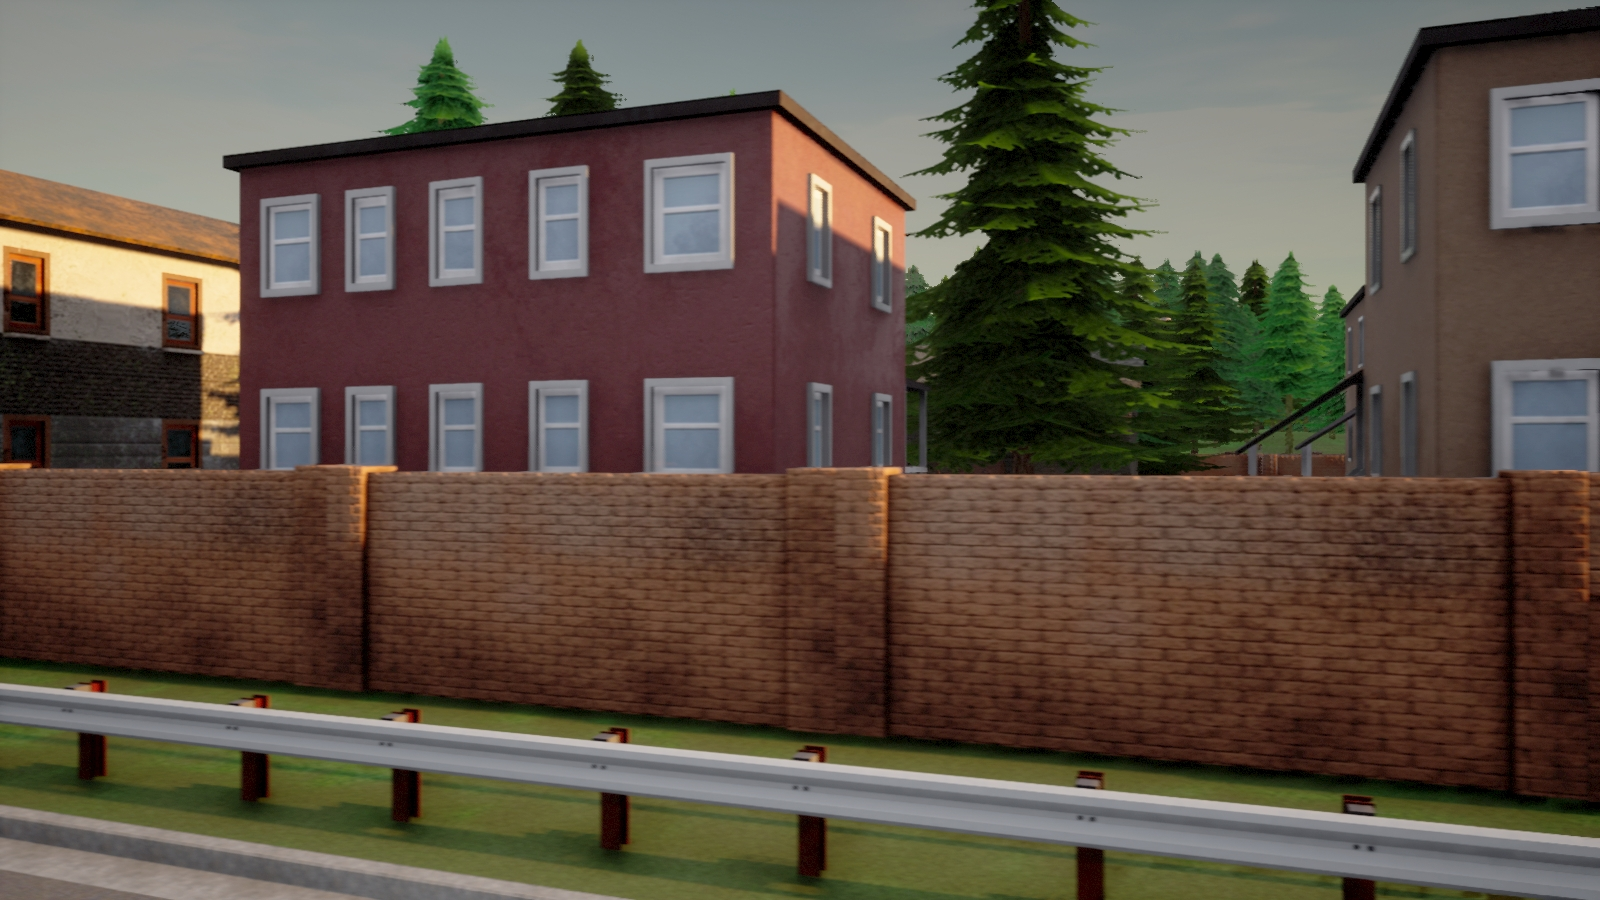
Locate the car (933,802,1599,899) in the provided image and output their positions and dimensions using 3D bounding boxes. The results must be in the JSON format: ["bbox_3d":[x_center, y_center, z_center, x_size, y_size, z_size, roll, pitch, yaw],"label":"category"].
[{"bbox_3d":[2.476,2.038,2.411,4.514,1.525,2.007,0,0,20],"label":"car"}]
